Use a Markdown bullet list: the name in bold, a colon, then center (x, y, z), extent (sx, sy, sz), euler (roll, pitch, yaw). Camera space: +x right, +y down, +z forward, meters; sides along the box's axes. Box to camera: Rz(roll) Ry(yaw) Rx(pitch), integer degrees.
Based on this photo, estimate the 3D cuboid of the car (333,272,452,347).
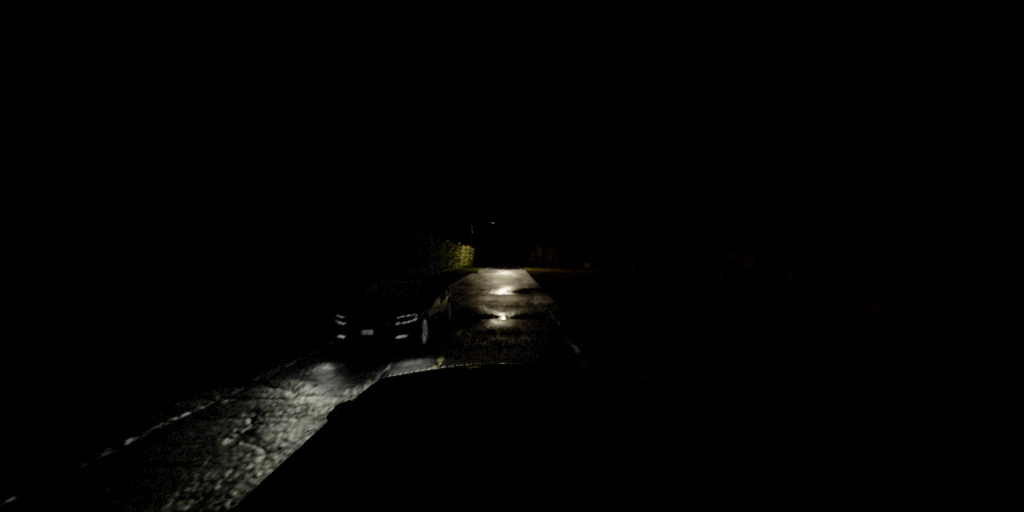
- **car**: center (-2.838, 1.232, 9.555), extent (1.882, 1.535, 5.008), euler (0, 0, 0)
